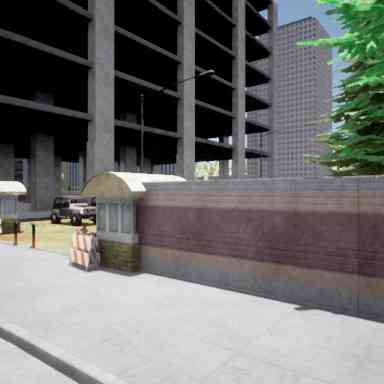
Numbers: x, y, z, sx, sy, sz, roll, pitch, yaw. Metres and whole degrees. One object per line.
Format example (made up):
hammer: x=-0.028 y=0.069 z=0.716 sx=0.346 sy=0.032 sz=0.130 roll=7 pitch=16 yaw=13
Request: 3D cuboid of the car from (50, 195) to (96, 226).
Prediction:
car: x=-7.641 y=1.167 z=21.792 sx=3.866 sy=1.878 sz=1.905 roll=0 pitch=0 yaw=38

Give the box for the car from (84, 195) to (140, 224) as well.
car: x=-5.842 y=1.167 z=24.119 sx=3.866 sy=1.878 sz=1.905 roll=0 pitch=0 yaw=38
